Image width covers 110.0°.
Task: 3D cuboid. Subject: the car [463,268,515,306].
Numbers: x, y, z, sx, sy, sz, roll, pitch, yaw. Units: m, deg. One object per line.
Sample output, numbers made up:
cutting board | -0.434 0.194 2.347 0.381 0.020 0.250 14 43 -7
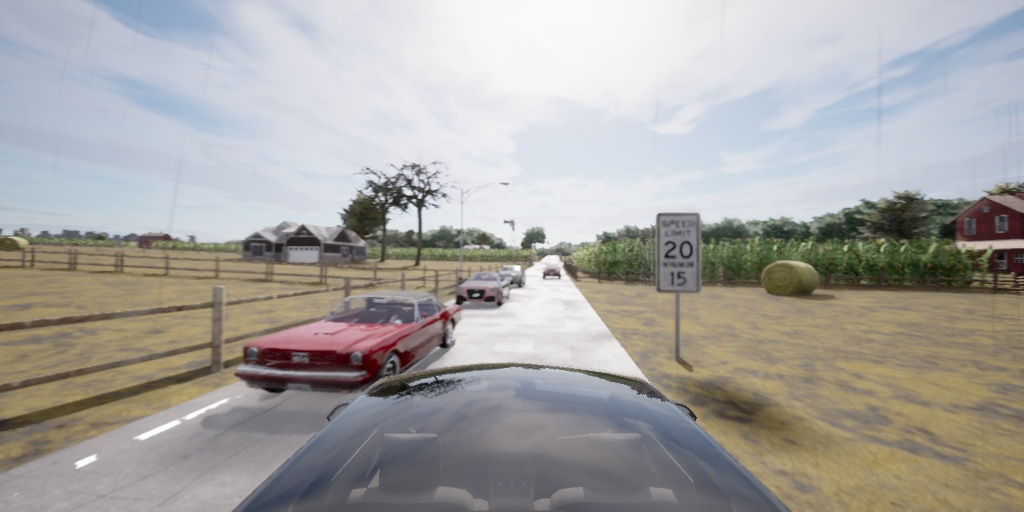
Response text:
car | -1.235 1.441 16.676 1.994 1.385 4.181 0 -1 7

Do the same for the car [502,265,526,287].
car | -0.029 1.468 26.753 2.128 1.511 4.902 0 0 7

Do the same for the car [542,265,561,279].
car | 4.159 1.633 37.550 1.812 1.442 4.674 0 -1 7

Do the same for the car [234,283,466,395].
car | -2.425 1.377 6.719 1.895 1.301 4.718 0 -1 7
